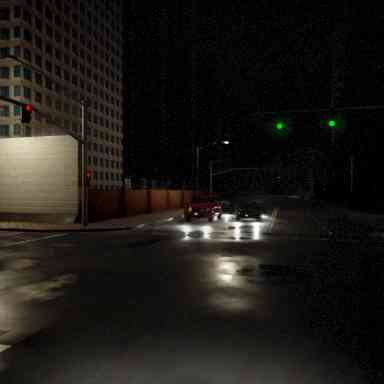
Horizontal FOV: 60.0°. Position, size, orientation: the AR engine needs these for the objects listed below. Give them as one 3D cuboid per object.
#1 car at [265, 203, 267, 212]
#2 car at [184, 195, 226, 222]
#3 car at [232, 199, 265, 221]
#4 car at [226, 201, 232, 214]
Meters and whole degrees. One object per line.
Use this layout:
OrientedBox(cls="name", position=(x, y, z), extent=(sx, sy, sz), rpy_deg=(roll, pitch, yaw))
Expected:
OrientedBox(cls="car", position=(7.365, 1.577, 37.233), extent=(2.128, 1.511, 4.902), rpy_deg=(0, 0, 15))
OrientedBox(cls="car", position=(1.057, 1.285, 27.436), extent=(2.150, 2.045, 5.566), rpy_deg=(0, 0, 16))
OrientedBox(cls="car", position=(4.886, 1.576, 28.167), extent=(1.837, 1.490, 4.892), rpy_deg=(0, 0, 15))
OrientedBox(cls="car", position=(3.523, 1.642, 36.480), extent=(1.994, 1.385, 4.181), rpy_deg=(0, 0, 15))
